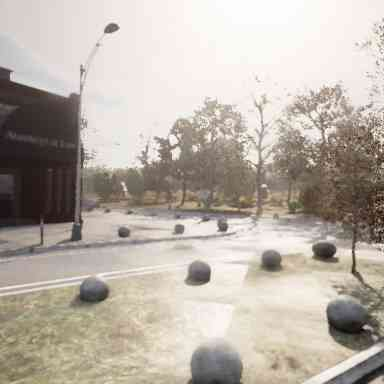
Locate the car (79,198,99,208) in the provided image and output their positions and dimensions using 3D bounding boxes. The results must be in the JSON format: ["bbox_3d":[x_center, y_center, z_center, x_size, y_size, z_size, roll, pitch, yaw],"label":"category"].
[{"bbox_3d":[-15.087,1.519,47.178,4.181,1.385,1.994,2,-1,35],"label":"car"}]
